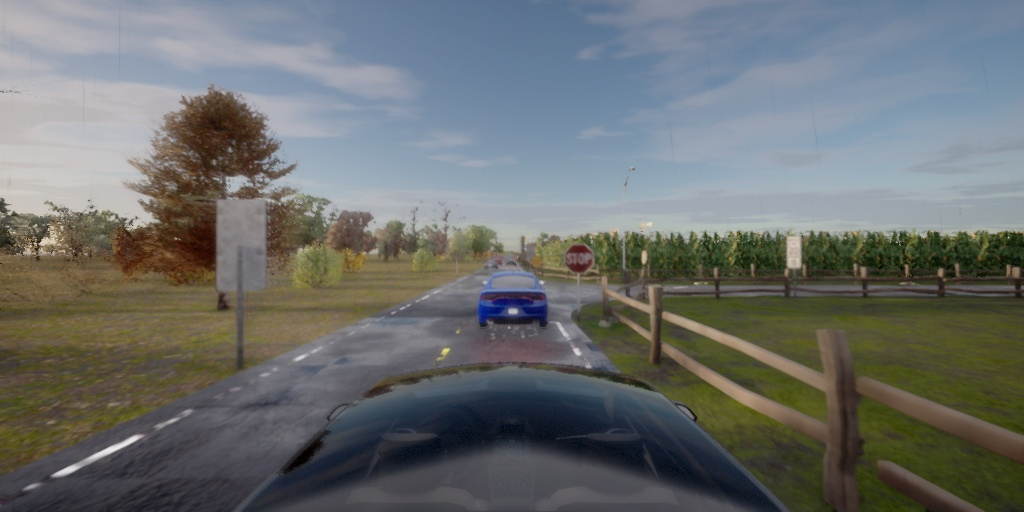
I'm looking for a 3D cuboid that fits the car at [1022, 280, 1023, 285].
[{"bbox_3d":[35.921,1.297,22.957,4.674,1.442,1.812,0,0,-1],"label":"car"}]

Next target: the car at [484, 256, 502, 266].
[{"bbox_3d":[-2.939,1.173,51.293,2.128,1.511,4.902,0,0,0],"label":"car"}]

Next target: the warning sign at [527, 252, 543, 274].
[{"bbox_3d":[2.375,0.827,34.857,1.300,1.860,1.060,0,0,0],"label":"warning sign"}]

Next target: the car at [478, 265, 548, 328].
[{"bbox_3d":[0.043,1.219,11.402,1.882,1.535,5.008,0,0,0],"label":"car"}]
